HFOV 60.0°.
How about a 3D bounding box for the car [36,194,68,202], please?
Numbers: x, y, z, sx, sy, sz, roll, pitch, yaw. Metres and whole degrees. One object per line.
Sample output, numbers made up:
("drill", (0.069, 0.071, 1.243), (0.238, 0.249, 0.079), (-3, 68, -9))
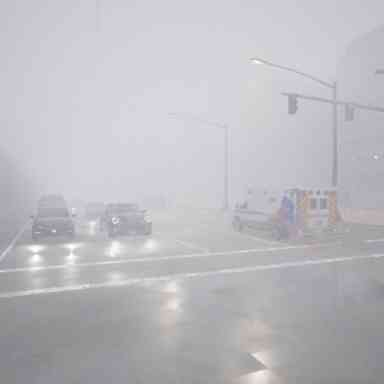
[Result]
("car", (-11.874, 1.218, 28.295), (2.150, 2.045, 5.566), (0, 0, -23))

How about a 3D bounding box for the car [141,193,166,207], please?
("car", (-5.544, 1.221, 49.537), (2.150, 2.045, 5.566), (0, 0, -23))

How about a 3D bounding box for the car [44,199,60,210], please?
("car", (-18.896, 1.599, 44.935), (1.895, 1.301, 4.718), (0, 0, -23))

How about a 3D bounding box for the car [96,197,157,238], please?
("car", (-3.667, 1.352, 17.939), (2.097, 1.767, 4.553), (0, 0, -23))

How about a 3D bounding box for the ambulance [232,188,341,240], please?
("ambulance", (4.376, 1.032, 17.167), (2.351, 2.431, 6.366), (0, 0, -23))

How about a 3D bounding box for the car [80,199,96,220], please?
("car", (-8.049, 1.547, 28.245), (2.033, 1.411, 5.357), (0, 0, -22))

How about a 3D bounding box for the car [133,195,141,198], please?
("car", (-9.684, 1.352, 59.155), (2.097, 1.767, 4.553), (0, 0, -23))

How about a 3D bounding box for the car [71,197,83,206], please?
("car", (-16.291, 1.524, 47.785), (1.812, 1.442, 4.674), (0, 0, -23))

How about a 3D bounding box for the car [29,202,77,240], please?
("car", (-7.112, 1.504, 17.093), (1.837, 1.490, 4.892), (0, 0, -23))
